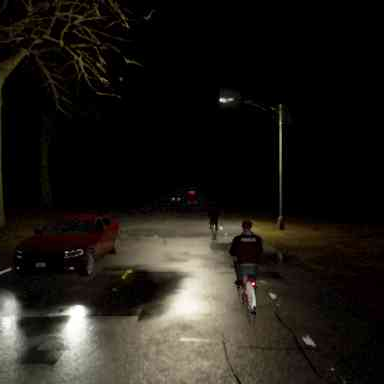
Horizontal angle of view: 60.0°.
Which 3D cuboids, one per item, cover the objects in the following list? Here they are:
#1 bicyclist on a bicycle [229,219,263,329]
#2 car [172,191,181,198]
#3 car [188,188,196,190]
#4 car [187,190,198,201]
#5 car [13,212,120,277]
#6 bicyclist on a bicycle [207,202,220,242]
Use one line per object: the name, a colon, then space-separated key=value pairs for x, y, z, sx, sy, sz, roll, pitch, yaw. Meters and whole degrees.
bicyclist on a bicycle: x=0.963 y=1.360 z=6.049 sx=0.659 sy=1.776 sz=1.843 roll=0 pitch=0 yaw=0
car: x=-3.502 y=0.559 z=74.376 sx=2.033 sy=1.411 sz=5.357 roll=0 pitch=2 yaw=0
car: x=-0.001 y=0.185 z=76.334 sx=2.150 sy=2.045 sz=5.566 roll=0 pitch=2 yaw=0
car: x=0.041 y=0.820 z=62.698 sx=2.128 sy=1.511 sz=4.902 roll=0 pitch=1 yaw=1
car: x=-3.600 y=1.451 z=10.409 sx=1.882 sy=1.535 sz=5.008 roll=0 pitch=0 yaw=0
bicyclist on a bicycle: x=0.962 y=1.321 z=15.003 sx=0.659 sy=1.776 sz=1.843 roll=0 pitch=1 yaw=0
